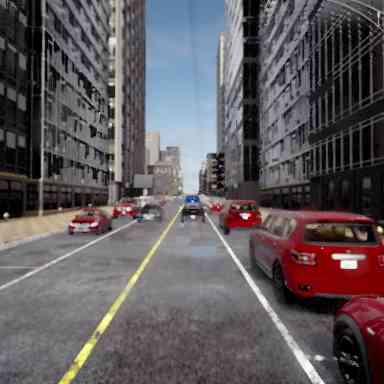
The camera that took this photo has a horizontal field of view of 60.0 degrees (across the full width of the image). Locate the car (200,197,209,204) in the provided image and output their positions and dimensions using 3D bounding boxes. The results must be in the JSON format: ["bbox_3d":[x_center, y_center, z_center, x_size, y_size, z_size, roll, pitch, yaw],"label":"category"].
[{"bbox_3d":[2.644,1.758,69.642,1.752,1.417,4.829,1,0,0],"label":"car"}]

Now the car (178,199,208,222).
[{"bbox_3d":[0.076,1.593,27.027,1.837,1.490,4.892,0,0,0],"label":"car"}]

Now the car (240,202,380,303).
[{"bbox_3d":[2.700,1.342,8.123,2.192,1.841,5.009,1,0,0],"label":"car"}]

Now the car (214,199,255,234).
[{"bbox_3d":[2.691,1.378,19.278,2.192,1.841,5.009,1,0,0],"label":"car"}]

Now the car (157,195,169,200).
[{"bbox_3d":[-5.689,1.507,58.196,2.192,1.841,5.009,1,0,0],"label":"car"}]

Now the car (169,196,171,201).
[{"bbox_3d":[-5.698,1.777,63.771,1.947,1.339,4.313,1,0,0],"label":"car"}]

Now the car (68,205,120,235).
[{"bbox_3d":[-5.694,1.644,19.170,1.802,1.307,4.206,1,0,0],"label":"car"}]

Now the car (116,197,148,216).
[{"bbox_3d":[-5.699,1.414,30.321,2.192,1.841,5.009,1,0,0],"label":"car"}]

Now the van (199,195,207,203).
[{"bbox_3d":[2.639,1.612,80.627,1.690,1.788,3.998,1,0,0],"label":"van"}]

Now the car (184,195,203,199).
[{"bbox_3d":[0.061,1.373,46.046,2.150,2.045,5.566,0,0,0],"label":"car"}]

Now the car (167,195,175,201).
[{"bbox_3d":[-5.719,1.748,91.648,1.967,1.590,4.097,1,0,0],"label":"car"}]

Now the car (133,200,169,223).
[{"bbox_3d":[-3.121,1.611,26.189,1.812,1.442,4.674,0,0,0],"label":"car"}]

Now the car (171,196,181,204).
[{"bbox_3d":[-3.059,1.797,67.377,2.033,1.411,5.357,0,0,0],"label":"car"}]

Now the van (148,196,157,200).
[{"bbox_3d":[-5.717,1.476,41.472,1.690,1.788,3.998,1,0,0],"label":"van"}]

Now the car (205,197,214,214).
[{"bbox_3d":[2.674,1.558,36.009,1.967,1.590,4.097,1,0,0],"label":"car"}]

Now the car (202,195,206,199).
[{"bbox_3d":[2.670,1.577,41.586,1.967,1.590,4.097,1,0,0],"label":"car"}]

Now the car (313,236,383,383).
[{"bbox_3d":[2.703,1.449,2.545,1.967,1.590,4.097,1,0,0],"label":"car"}]
